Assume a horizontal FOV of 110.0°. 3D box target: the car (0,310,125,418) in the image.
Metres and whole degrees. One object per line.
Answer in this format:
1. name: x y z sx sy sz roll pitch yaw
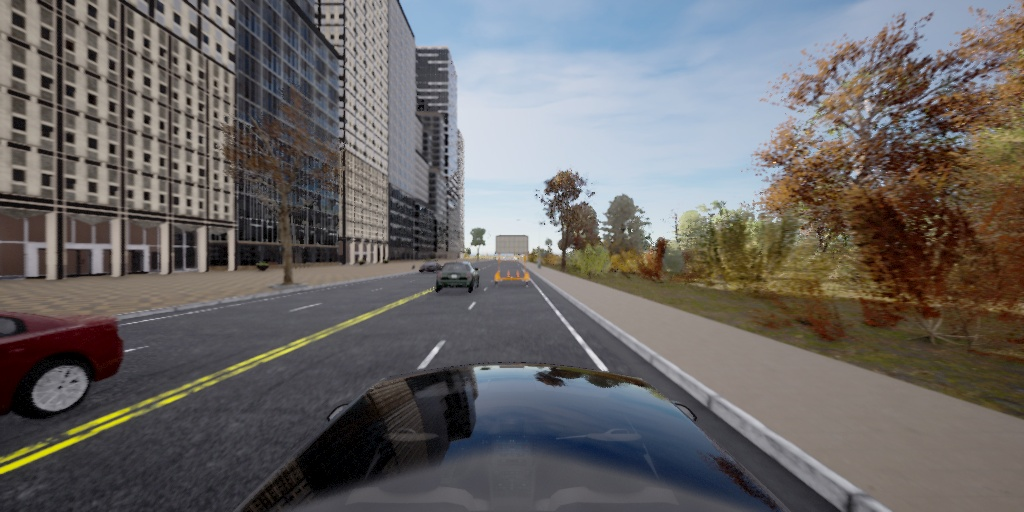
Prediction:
1. car: -6.597 1.230 3.073 1.882 1.535 5.008 0 0 0

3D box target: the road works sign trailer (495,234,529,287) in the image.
1. road works sign trailer: 0.005 0.248 25.128 2.380 3.560 2.880 0 0 0

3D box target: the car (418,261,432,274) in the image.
1. car: -9.815 1.362 43.527 2.033 1.411 5.357 0 0 0

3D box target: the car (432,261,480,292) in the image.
1. car: -3.145 1.130 21.622 2.097 1.767 4.553 0 0 0
